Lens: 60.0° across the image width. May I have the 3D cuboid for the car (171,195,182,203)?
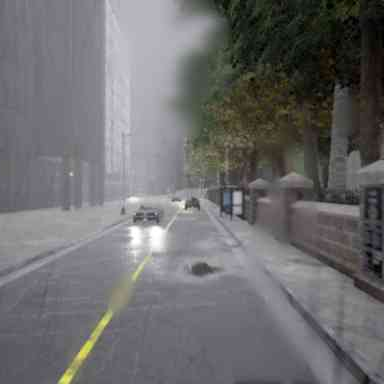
[{"bbox_3d":[-3.005,1.340,65.165,2.033,1.411,5.357,0,0,0],"label":"car"}]

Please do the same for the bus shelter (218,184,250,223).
[{"bbox_3d":[3.138,0.788,25.497,1.920,2.740,3.880,0,0,0],"label":"bus shelter"}]

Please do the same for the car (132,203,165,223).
[{"bbox_3d":[-3.098,1.517,24.314,1.895,1.301,4.718,0,0,0],"label":"car"}]

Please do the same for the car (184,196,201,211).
[{"bbox_3d":[0.058,1.381,39.551,1.837,1.490,4.892,0,0,1],"label":"car"}]

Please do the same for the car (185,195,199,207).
[{"bbox_3d":[0.005,1.325,49.815,1.882,1.535,5.008,0,0,0],"label":"car"}]
